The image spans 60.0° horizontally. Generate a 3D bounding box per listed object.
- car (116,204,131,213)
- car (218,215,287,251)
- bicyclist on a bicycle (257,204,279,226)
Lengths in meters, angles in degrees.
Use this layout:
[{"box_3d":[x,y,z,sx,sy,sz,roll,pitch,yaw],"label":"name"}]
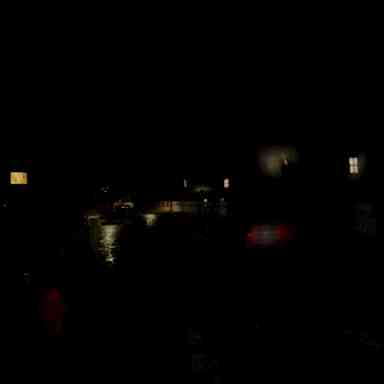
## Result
[{"box_3d":[-12.375,2.872,59.813,2.128,1.511,4.902,-2,-1,-26],"label":"car"},{"box_3d":[2.597,1.805,15.546,2.033,1.411,5.357,-2,-1,-8],"label":"car"},{"box_3d":[4.726,1.557,21.179,1.656,1.620,0.582,-3,-1,-10],"label":"bicyclist on a bicycle"}]
